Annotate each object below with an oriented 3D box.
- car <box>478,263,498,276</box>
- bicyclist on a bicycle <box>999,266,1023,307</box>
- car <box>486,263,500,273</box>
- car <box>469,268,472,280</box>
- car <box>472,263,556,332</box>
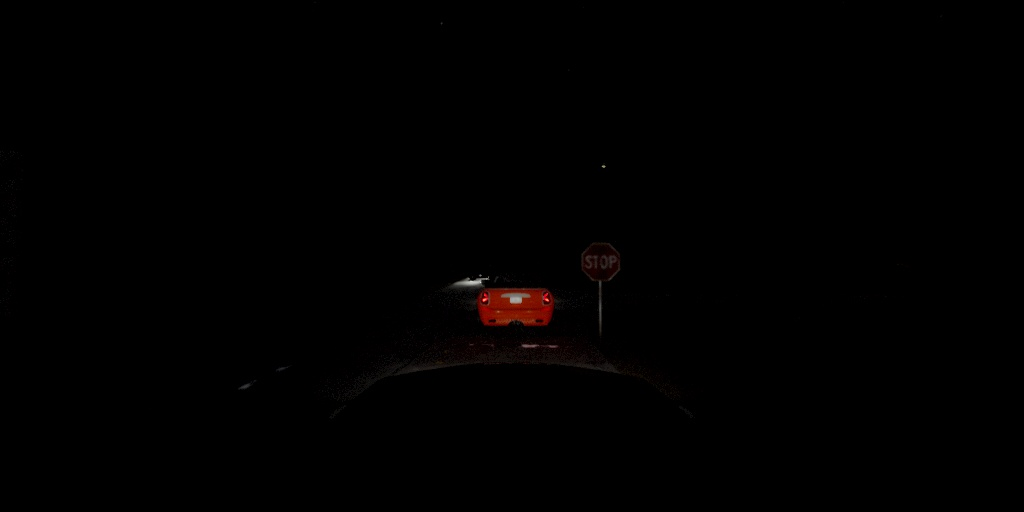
[{"bbox_3d":[-2.831,1.627,44.059,2.128,1.511,4.902,0,-1,0],"label":"car"},{"bbox_3d":[19.915,1.230,13.844,0.582,1.620,1.656,0,0,0],"label":"bicyclist on a bicycle"},{"bbox_3d":[-2.823,1.796,54.290,1.812,1.442,4.674,0,-1,1],"label":"car"},{"bbox_3d":[-2.841,1.578,33.928,1.994,1.385,4.181,0,-1,0],"label":"car"},{"bbox_3d":[0.100,1.166,11.278,2.097,1.767,4.553,0,0,0],"label":"car"}]
